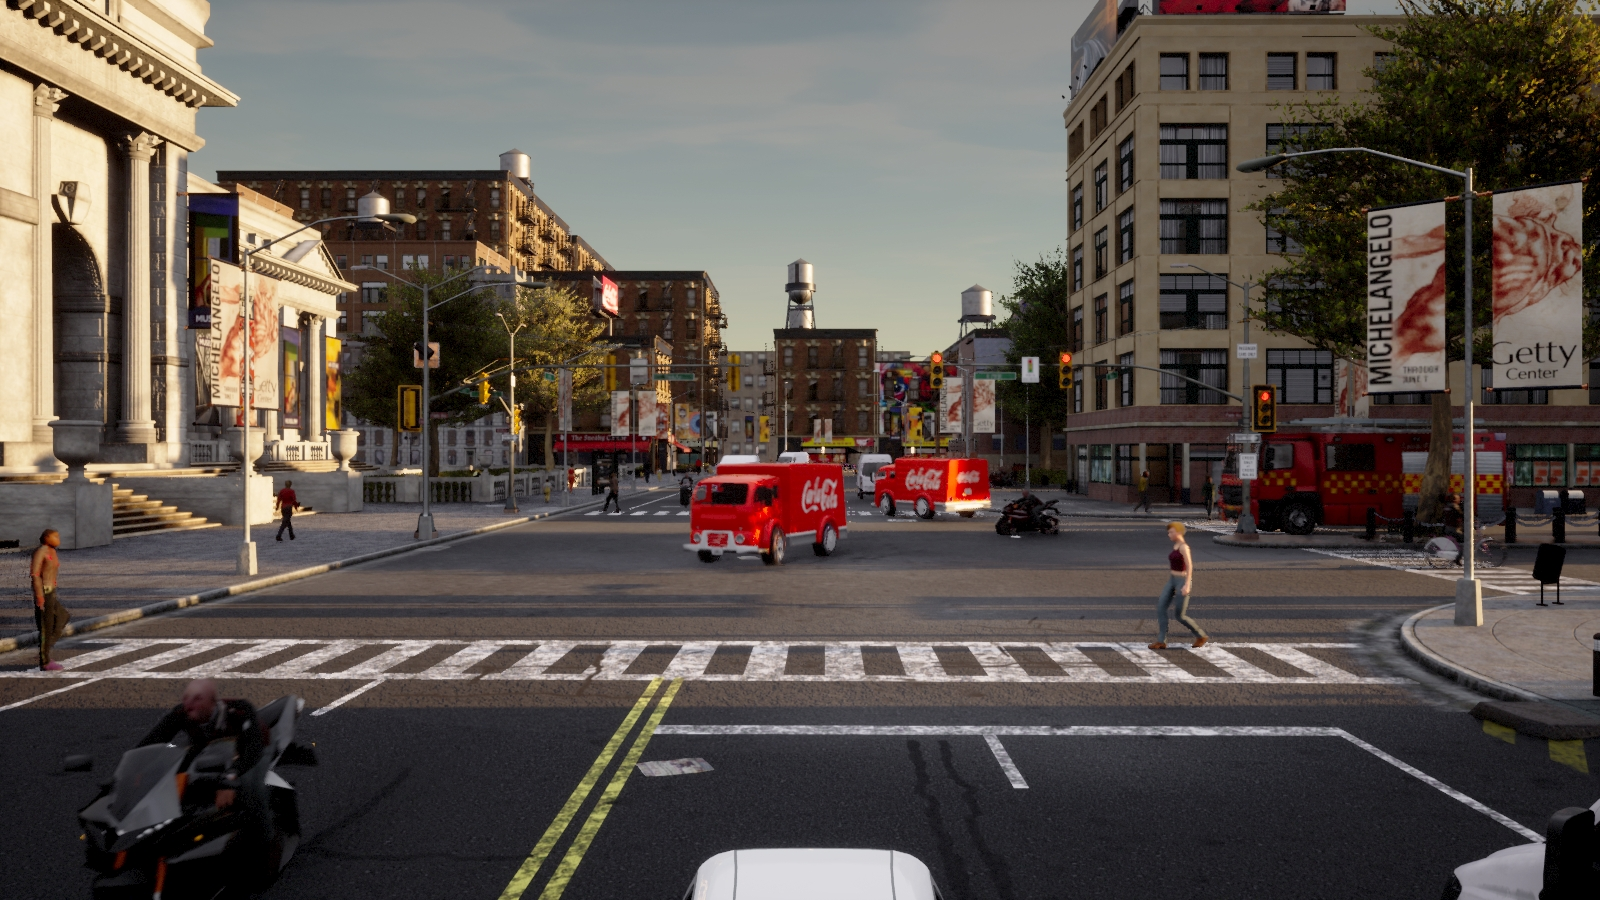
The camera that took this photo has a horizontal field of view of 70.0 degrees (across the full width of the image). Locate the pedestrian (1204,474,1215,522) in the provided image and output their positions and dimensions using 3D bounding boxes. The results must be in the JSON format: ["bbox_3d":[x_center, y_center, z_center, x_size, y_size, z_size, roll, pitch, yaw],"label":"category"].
[{"bbox_3d":[15.827,1.848,44.110,0.375,1.860,0.375,0,0,24],"label":"pedestrian"}]

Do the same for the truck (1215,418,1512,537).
[{"bbox_3d":[18.599,0.890,38.095,8.468,3.827,2.891,0,0,0],"label":"truck"}]

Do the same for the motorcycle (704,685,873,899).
[{"bbox_3d":[-0.047,2.182,6.691,0.856,1.236,1.805,0,0,1],"label":"motorcycle"}]

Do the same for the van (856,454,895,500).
[{"bbox_3d":[4.370,1.534,66.830,1.988,2.561,5.915,0,0,1],"label":"van"}]

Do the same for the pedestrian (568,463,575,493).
[{"bbox_3d":[-13.871,1.697,69.245,0.375,1.860,0.375,0,0,-3],"label":"pedestrian"}]

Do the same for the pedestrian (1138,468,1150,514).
[{"bbox_3d":[14.297,1.696,47.482,0.375,1.860,0.375,0,0,-44],"label":"pedestrian"}]

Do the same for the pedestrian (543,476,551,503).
[{"bbox_3d":[-12.644,1.976,57.131,0.375,1.300,0.375,0,0,-10],"label":"pedestrian"}]

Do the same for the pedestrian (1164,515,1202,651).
[{"bbox_3d":[5.366,1.849,16.022,0.375,1.860,0.375,0,0,-7],"label":"pedestrian"}]

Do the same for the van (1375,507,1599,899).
[{"bbox_3d":[3.538,1.534,2.141,1.988,2.561,5.915,0,0,1],"label":"van"}]

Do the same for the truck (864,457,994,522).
[{"bbox_3d":[5.269,1.568,47.401,2.627,2.467,5.204,-1,0,-34],"label":"truck"}]

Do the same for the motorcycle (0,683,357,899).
[{"bbox_3d":[-3.442,2.205,6.618,0.867,1.251,2.209,0,0,1],"label":"motorcycle"}]

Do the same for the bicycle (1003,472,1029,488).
[{"bbox_3d":[15.973,2.210,84.582,1.835,1.171,0.329,0,0,3],"label":"bicycle"}]

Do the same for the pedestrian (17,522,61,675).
[{"bbox_3d":[-9.562,1.849,14.366,0.375,1.860,0.375,0,0,-20],"label":"pedestrian"}]

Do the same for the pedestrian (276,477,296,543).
[{"bbox_3d":[-14.674,1.696,32.639,0.375,1.860,0.375,0,0,6],"label":"pedestrian"}]

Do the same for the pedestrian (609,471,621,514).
[{"bbox_3d":[-8.095,1.848,49.954,0.375,1.860,0.375,0,0,19],"label":"pedestrian"}]

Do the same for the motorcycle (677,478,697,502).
[{"bbox_3d":[-6.217,2.205,62.895,0.867,1.251,2.209,0,0,1],"label":"motorcycle"}]

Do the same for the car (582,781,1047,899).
[{"bbox_3d":[0.047,2.120,3.817,1.481,1.376,2.207,0,0,0],"label":"car"}]

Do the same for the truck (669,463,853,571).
[{"bbox_3d":[-0.856,1.572,29.290,2.627,2.467,5.204,0,0,25],"label":"truck"}]
